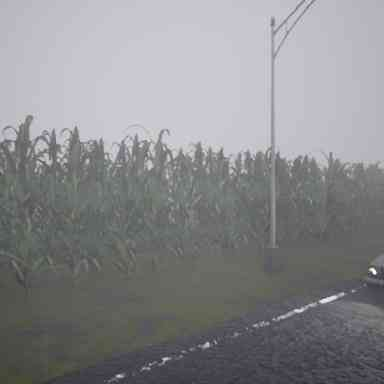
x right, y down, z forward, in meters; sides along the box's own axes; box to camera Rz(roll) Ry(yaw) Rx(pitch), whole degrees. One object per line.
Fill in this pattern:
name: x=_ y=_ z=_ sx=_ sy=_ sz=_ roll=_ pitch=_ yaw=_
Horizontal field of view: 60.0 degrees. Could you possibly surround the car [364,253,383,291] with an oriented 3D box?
car: x=6.198 y=1.544 z=7.945 sx=5.357 sy=1.411 sz=2.033 roll=0 pitch=0 yaw=-38
